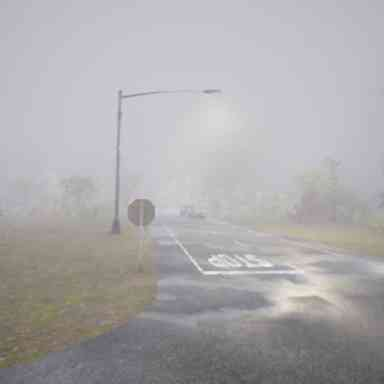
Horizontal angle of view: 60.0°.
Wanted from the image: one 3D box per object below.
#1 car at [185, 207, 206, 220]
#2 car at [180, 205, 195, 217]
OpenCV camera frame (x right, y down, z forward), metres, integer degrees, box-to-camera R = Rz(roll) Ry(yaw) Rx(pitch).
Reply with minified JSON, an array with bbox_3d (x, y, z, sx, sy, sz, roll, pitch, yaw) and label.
[{"bbox_3d":[0.662,3.227,47.188,1.895,1.301,4.718,1,-2,-8],"label":"car"},{"bbox_3d":[-0.697,3.174,57.111,2.150,2.045,5.566,1,-2,-8],"label":"car"}]
